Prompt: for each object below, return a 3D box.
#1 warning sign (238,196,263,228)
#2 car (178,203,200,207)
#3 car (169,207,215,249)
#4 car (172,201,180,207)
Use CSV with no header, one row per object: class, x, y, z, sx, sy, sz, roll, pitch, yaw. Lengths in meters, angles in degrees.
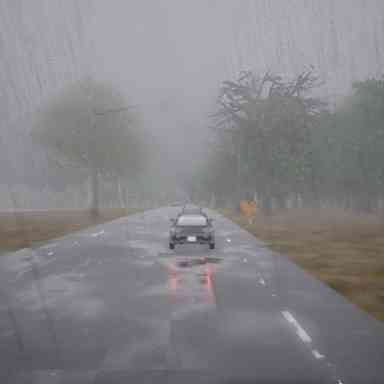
warning sign,3.523,1.211,20.168,1.300,1.860,1.060,-2,-2,0
car,0.000,1.820,29.670,1.895,1.301,4.718,0,-1,0
car,0.000,1.586,14.633,1.812,1.442,4.674,0,0,0
car,-3.501,2.829,76.751,2.033,1.411,5.357,0,-2,0
